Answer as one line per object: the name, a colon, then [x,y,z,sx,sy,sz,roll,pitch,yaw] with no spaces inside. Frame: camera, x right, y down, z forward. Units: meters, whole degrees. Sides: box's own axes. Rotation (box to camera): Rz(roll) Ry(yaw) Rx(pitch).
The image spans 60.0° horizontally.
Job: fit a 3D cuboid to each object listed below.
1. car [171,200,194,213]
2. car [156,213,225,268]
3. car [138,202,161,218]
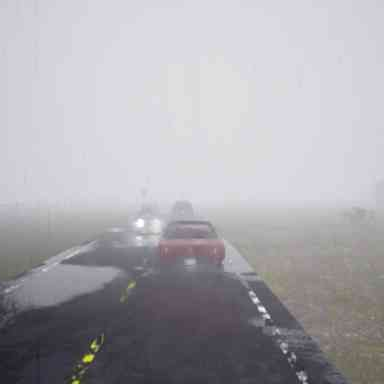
car: [-0.860,1.478,29.531,1.882,1.535,5.008,0,0,-3]
car: [-0.078,1.597,11.195,1.895,1.301,4.718,0,0,-1]
car: [-3.861,1.598,30.411,1.895,1.301,4.718,0,0,-4]
